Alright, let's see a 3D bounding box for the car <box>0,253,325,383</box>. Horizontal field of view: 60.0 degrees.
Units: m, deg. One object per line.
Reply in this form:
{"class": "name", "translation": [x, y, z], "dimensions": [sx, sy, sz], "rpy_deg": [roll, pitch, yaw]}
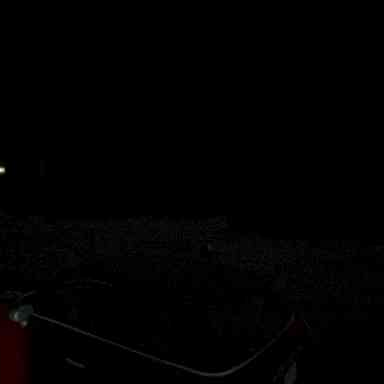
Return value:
{"class": "car", "translation": [-0.827, 1.423, 3.674], "dimensions": [4.097, 1.590, 1.967], "rpy_deg": [0, 0, 36]}
